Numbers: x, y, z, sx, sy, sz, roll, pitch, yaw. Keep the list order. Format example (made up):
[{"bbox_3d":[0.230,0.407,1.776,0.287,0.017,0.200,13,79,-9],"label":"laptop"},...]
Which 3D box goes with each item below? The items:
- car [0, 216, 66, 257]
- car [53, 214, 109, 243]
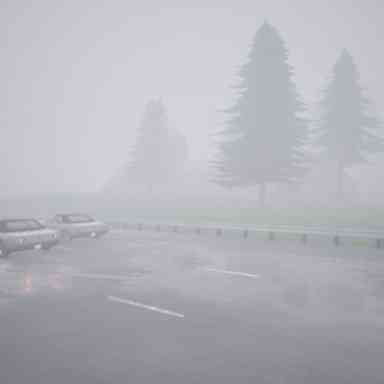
[{"bbox_3d":[-7.528,1.769,13.664,4.718,1.301,1.895,-1,0,36],"label":"car"},{"bbox_3d":[-6.540,1.784,17.258,4.718,1.301,1.895,-1,0,36],"label":"car"}]
